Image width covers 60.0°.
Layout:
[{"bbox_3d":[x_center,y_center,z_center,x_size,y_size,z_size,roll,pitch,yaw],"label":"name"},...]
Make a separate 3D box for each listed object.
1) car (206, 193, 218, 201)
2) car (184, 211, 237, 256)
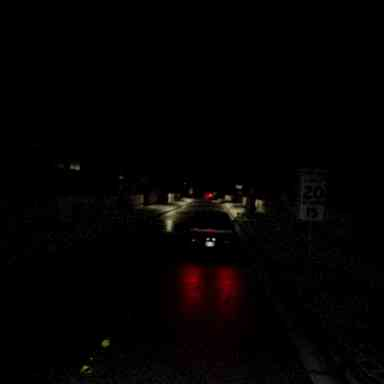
[{"bbox_3d":[5.485,1.668,86.500,1.895,1.301,4.718,3,0,-3],"label":"car"},{"bbox_3d":[0.783,1.524,13.487,2.128,1.511,4.902,3,0,4],"label":"car"}]
